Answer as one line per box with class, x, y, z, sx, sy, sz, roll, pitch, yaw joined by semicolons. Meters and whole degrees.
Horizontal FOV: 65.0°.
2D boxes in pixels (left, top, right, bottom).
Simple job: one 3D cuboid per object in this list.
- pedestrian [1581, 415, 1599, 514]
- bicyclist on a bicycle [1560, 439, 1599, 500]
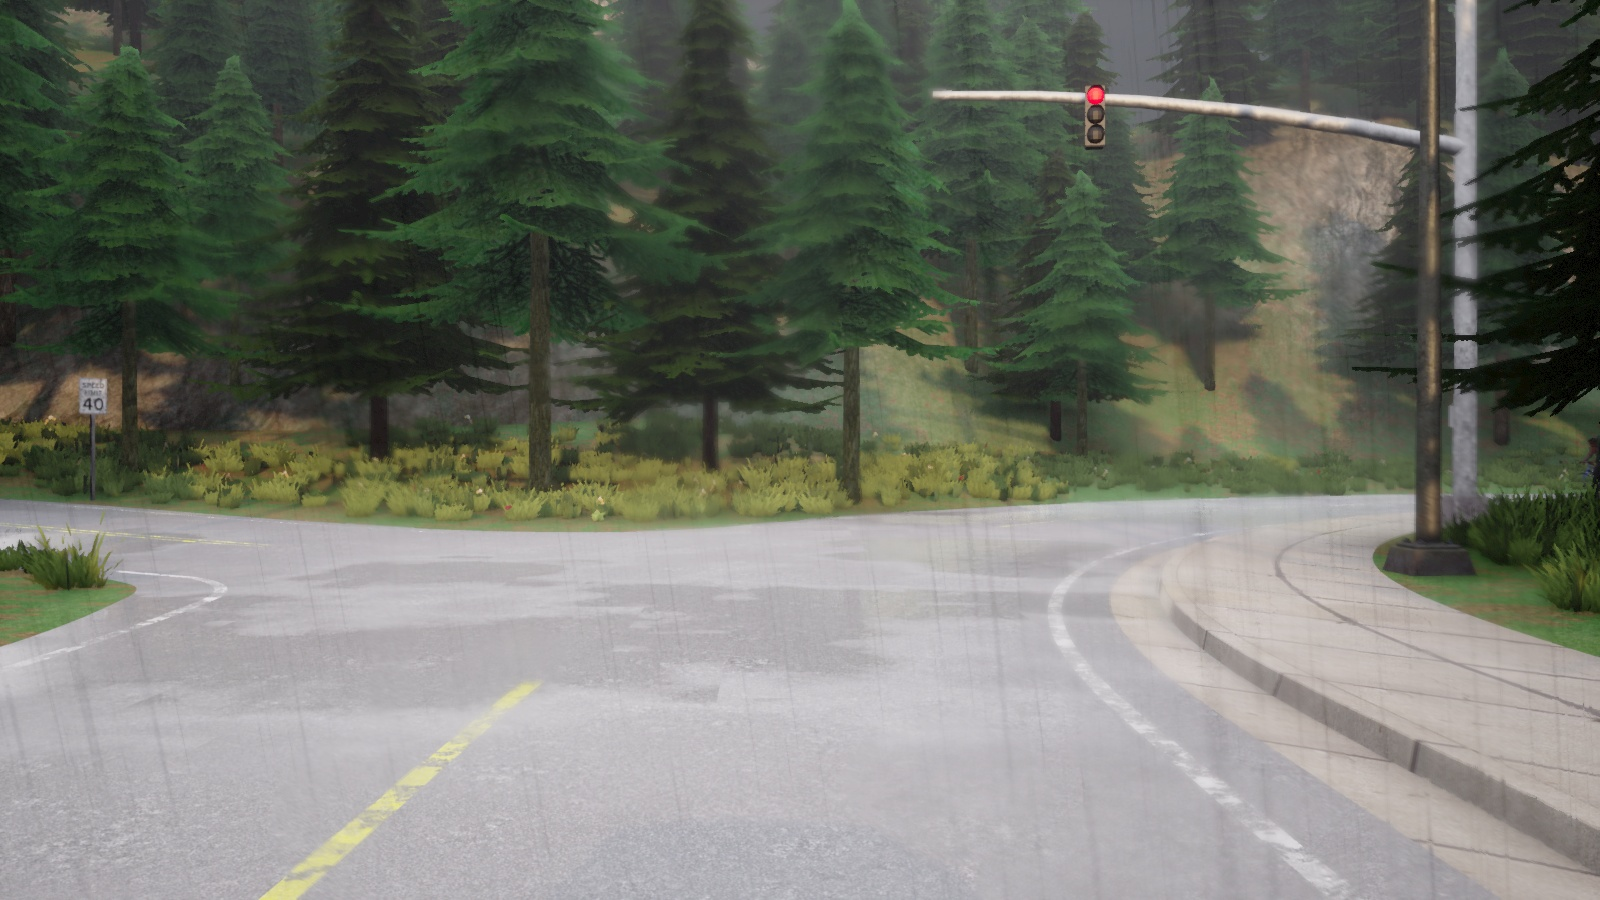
pedestrian;16.050;0.280;25.042;0.788;1.949;0.423;0;0;-23
bicyclist on a bicycle;21.585;0.524;34.063;1.656;1.620;0.582;0;1;-6
